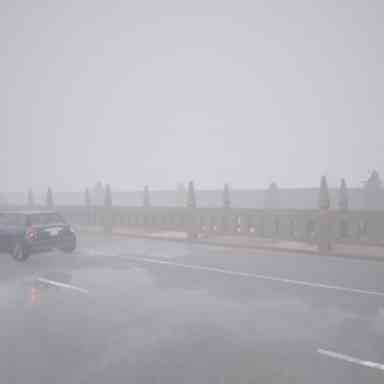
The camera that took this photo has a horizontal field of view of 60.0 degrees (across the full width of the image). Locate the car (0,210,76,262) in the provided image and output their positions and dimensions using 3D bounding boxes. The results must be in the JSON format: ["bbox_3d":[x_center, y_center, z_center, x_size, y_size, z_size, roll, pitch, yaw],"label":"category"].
[{"bbox_3d":[-6.620,1.498,12.973,4.553,1.767,2.097,-1,0,35],"label":"car"}]
